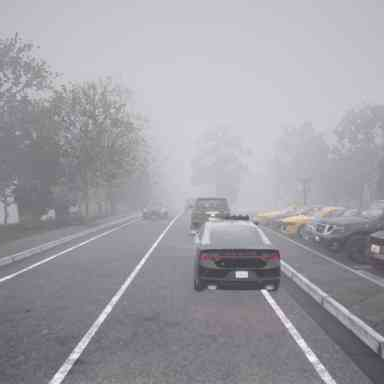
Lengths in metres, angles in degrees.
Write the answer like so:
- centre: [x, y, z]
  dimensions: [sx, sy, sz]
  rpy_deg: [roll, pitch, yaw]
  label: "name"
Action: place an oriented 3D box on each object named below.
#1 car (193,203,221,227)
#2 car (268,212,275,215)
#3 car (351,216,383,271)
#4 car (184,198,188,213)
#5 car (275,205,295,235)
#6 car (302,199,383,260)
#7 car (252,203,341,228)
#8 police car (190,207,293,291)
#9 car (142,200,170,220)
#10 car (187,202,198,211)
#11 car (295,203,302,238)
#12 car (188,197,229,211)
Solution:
- centre: [1.028, 1.620, 25.102]
  dimensions: [1.882, 1.535, 5.008]
  rpy_deg: [0, -1, 0]
  label: "car"
- centre: [7.130, 1.538, 19.770]
  dimensions: [4.892, 1.521, 2.231]
  rpy_deg: [0, 0, 0]
  label: "car"
- centre: [7.125, 1.526, 8.672]
  dimensions: [4.792, 1.488, 2.163]
  rpy_deg: [0, 0, 0]
  label: "car"
- centre: [0.114, 1.803, 44.901]
  dimensions: [2.150, 2.045, 5.566]
  rpy_deg: [0, -2, 0]
  label: "car"
- centre: [7.124, 1.518, 16.997]
  dimensions: [5.008, 1.535, 2.097]
  rpy_deg: [0, 0, 0]
  label: "car"
- centre: [7.074, 1.249, 11.450]
  dimensions: [5.566, 2.045, 2.435]
  rpy_deg: [0, 0, 0]
  label: "car"
- centre: [6.947, 1.562, 22.539]
  dimensions: [5.366, 1.575, 1.946]
  rpy_deg: [0, 0, 0]
  label: "car"
- centre: [0.994, 1.439, 9.189]
  dimensions: [1.930, 1.638, 5.238]
  rpy_deg: [0, 0, 0]
  label: "police car"
- centre: [-3.187, 1.575, 30.103]
  dimensions: [2.097, 1.767, 4.553]
  rpy_deg: [0, -1, 0]
  label: "car"
- centre: [0.127, 2.613, 59.655]
  dimensions: [1.837, 1.490, 4.892]
  rpy_deg: [0, -2, 0]
  label: "car"
- centre: [7.141, 1.381, 14.221]
  dimensions: [4.553, 1.767, 2.185]
  rpy_deg: [0, 0, 0]
  label: "car"
- centre: [1.015, 1.295, 19.131]
  dimensions: [2.150, 2.045, 5.566]
  rpy_deg: [0, -1, 0]
  label: "car"
